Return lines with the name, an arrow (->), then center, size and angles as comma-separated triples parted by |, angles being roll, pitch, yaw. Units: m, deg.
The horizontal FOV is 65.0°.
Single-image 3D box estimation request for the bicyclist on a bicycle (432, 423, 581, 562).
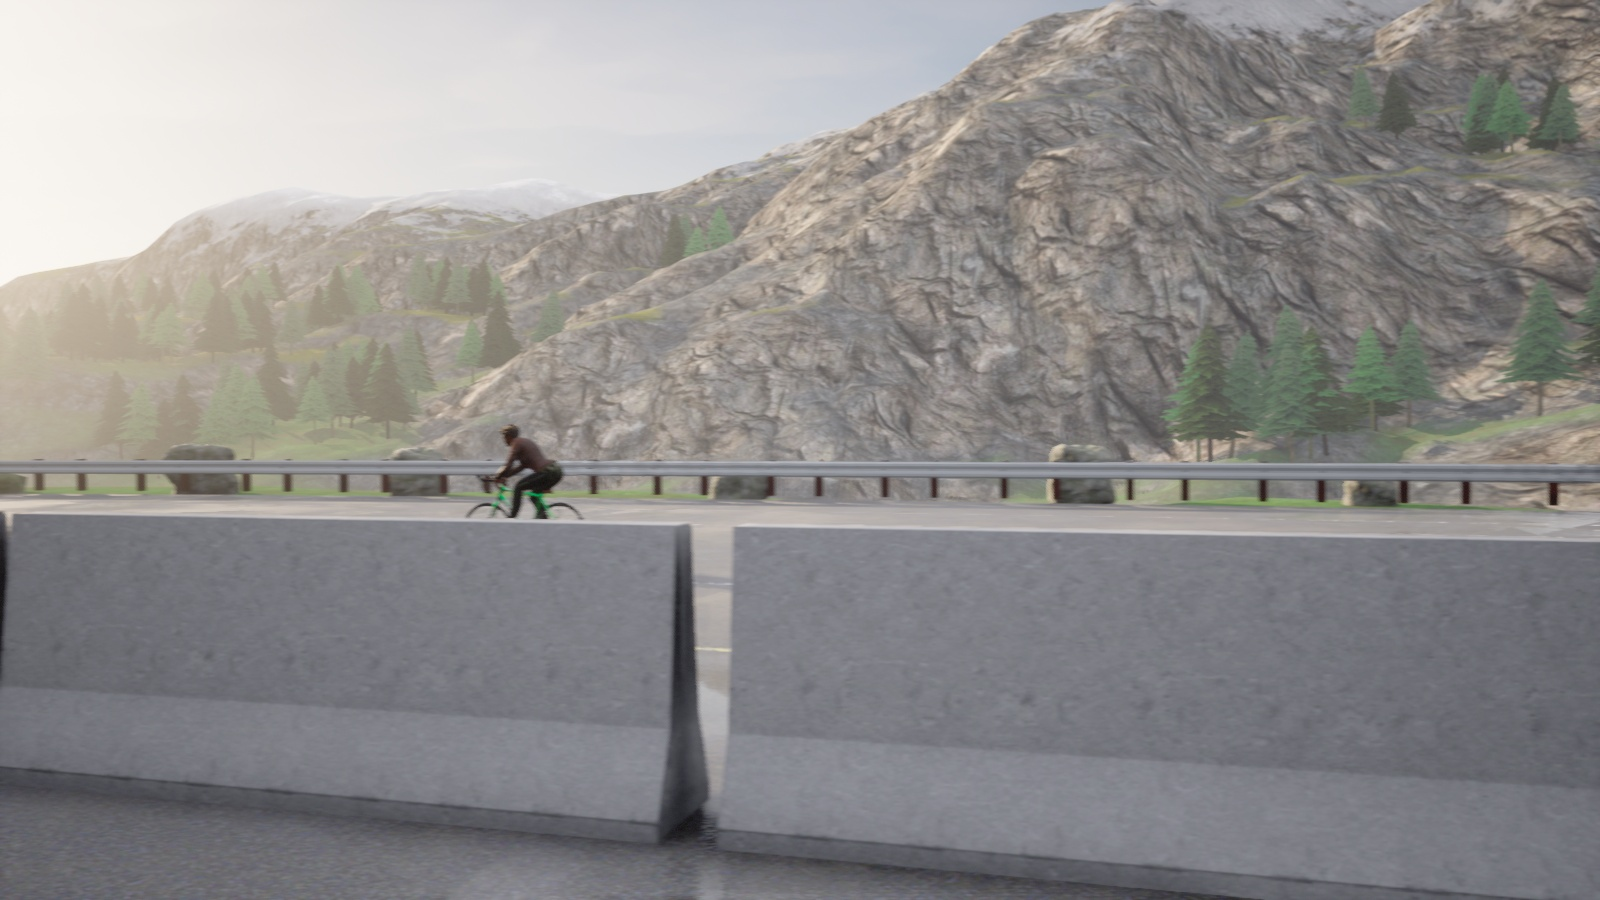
bicyclist on a bicycle -> -3.536, 0.489, 15.164 | 1.656, 1.620, 0.582 | 0, 1, 16
